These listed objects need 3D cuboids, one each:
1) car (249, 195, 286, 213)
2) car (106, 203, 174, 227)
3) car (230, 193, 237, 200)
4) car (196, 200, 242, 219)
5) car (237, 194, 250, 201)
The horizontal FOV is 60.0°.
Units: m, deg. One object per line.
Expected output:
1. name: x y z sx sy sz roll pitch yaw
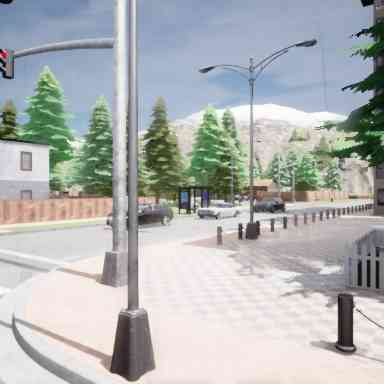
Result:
1. car: 8.606 1.337 36.723 2.097 1.767 4.553 0 0 38
2. car: -3.209 1.476 21.227 2.128 1.511 4.902 0 0 37
3. car: 10.741 1.146 79.113 1.905 1.878 3.866 0 0 36
4. car: 2.412 1.586 28.616 1.895 1.301 4.718 0 0 37
5. car: 13.005 1.144 77.953 1.932 1.855 4.605 0 0 36
